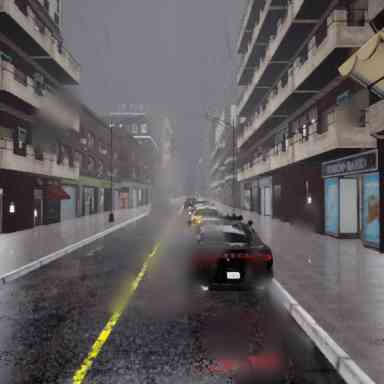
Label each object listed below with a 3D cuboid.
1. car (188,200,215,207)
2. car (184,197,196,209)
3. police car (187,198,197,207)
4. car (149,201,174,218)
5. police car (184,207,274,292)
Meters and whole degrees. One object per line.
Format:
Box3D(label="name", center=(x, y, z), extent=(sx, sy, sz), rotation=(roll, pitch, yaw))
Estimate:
Box3D(label="car", center=(0.798, 1.494, 19.207), extent=(1.801, 1.575, 5.366), rotation=(0, 0, 0))
Box3D(label="car", center=(-0.043, 1.503, 47.585), extent=(2.097, 1.767, 4.553), rotation=(0, 0, 0))
Box3D(label="police car", center=(0.789, 1.485, 25.127), extent=(1.930, 1.638, 5.238), rotation=(0, 0, 0))
Box3D(label="car", center=(-2.794, 1.609, 30.964), extent=(1.812, 1.442, 4.674), rotation=(0, 0, 0))
Box3D(label="police car", center=(0.813, 1.437, 9.125), extent=(1.930, 1.638, 5.238), rotation=(0, 0, 0))
